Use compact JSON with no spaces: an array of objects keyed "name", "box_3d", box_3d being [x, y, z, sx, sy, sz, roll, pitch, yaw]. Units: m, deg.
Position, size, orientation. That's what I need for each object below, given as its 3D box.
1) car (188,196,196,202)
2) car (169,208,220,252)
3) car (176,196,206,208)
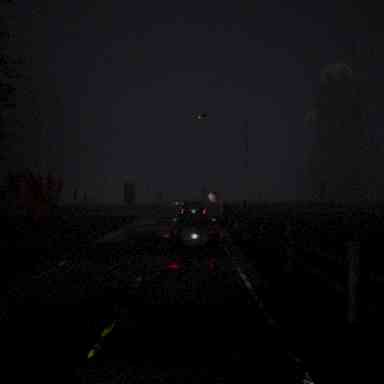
[{"name":"car","box_3d":[0.018,1.771,86.016,2.033,1.411,5.357,0,0,0]},{"name":"car","box_3d":[0.102,1.590,14.115,1.994,1.385,4.181,0,0,0]},{"name":"car","box_3d":[0.062,1.403,25.858,2.097,1.767,4.553,0,0,-1]}]
